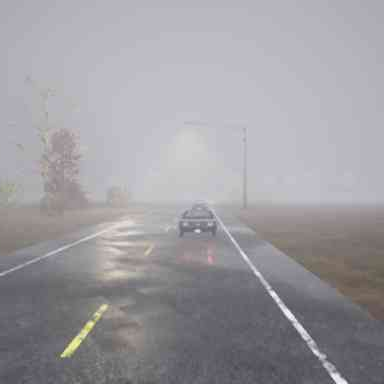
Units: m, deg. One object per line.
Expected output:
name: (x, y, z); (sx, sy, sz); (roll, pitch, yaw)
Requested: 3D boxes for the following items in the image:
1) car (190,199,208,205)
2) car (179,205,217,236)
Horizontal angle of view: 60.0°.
car: (0.754, 1.525, 36.104); (1.812, 1.442, 4.674); (0, 0, 1)
car: (0.324, 1.601, 18.408); (1.895, 1.301, 4.718); (0, 0, 1)
